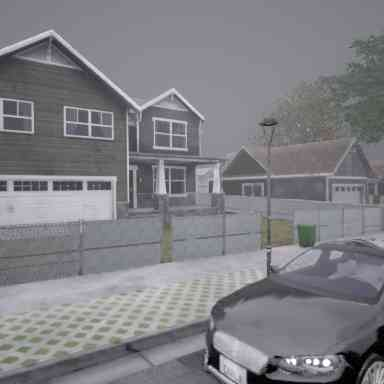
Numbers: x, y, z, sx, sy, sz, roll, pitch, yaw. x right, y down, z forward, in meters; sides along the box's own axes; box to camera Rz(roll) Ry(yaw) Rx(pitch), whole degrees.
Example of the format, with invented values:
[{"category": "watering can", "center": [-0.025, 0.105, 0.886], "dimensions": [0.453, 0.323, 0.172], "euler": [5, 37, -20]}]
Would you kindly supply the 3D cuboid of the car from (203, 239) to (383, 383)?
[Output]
[{"category": "car", "center": [2.384, 1.493, 4.698], "dimensions": [4.902, 1.511, 2.128], "euler": [0, 0, -36]}]
